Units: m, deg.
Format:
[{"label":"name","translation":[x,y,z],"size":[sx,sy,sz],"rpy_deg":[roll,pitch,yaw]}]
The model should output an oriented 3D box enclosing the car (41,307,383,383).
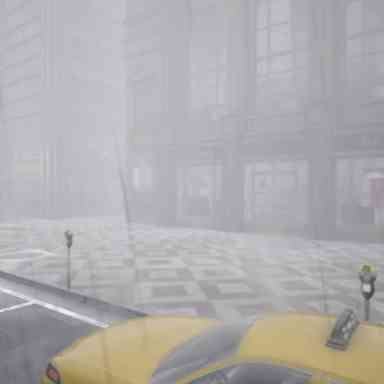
[{"label":"car","translation":[0.798,1.520,2.396],"size":[4.829,1.417,1.752],"rpy_deg":[0,0,35]}]
